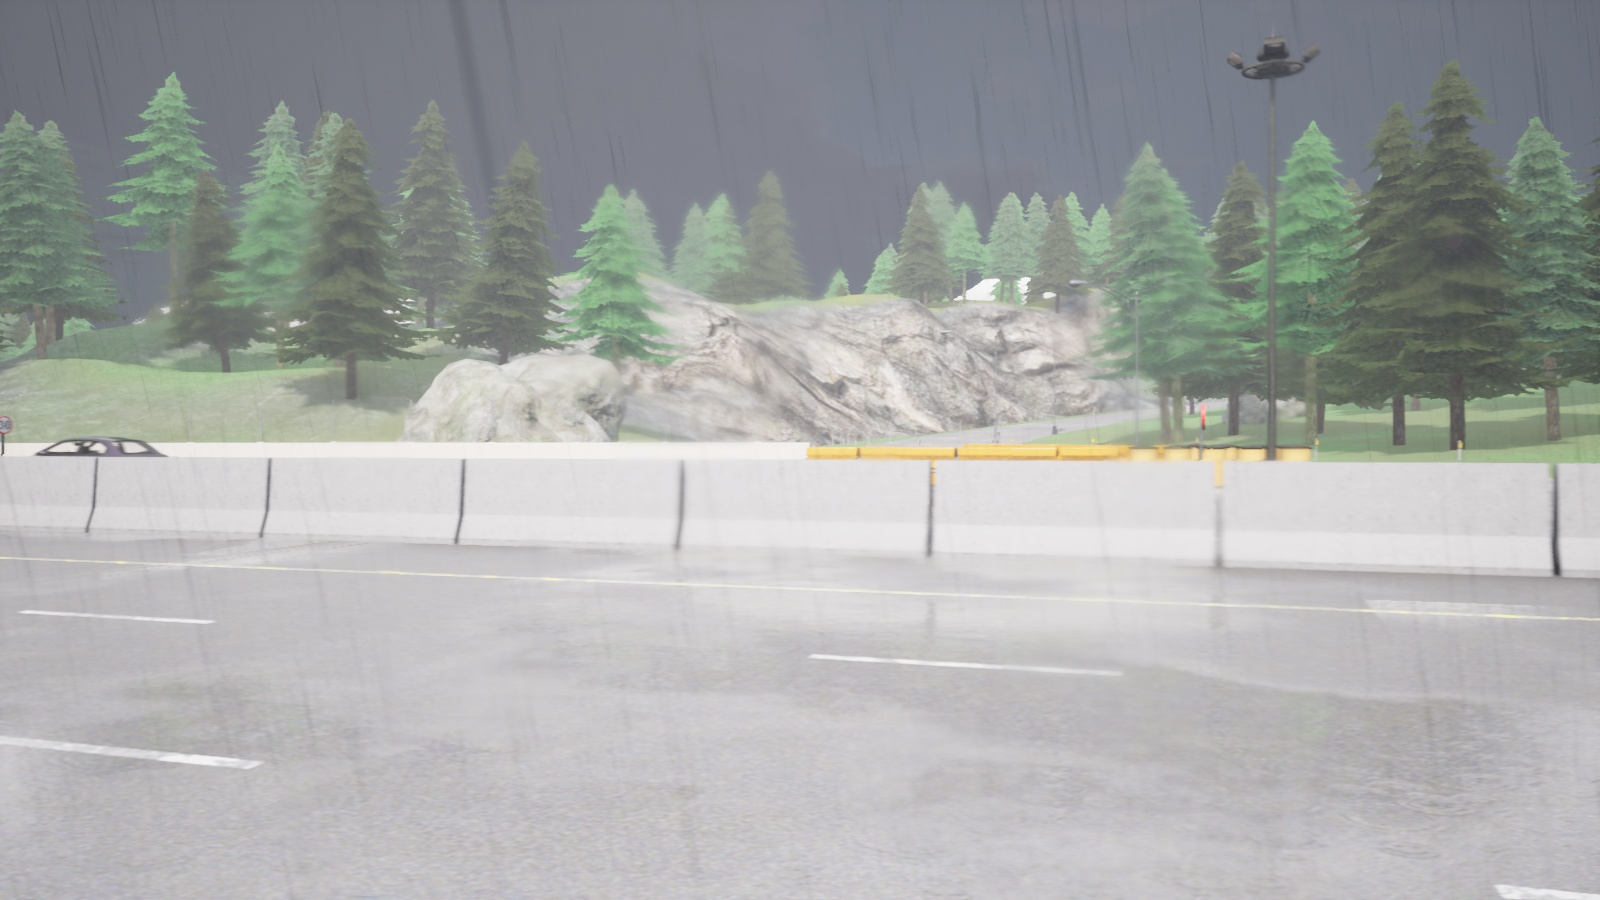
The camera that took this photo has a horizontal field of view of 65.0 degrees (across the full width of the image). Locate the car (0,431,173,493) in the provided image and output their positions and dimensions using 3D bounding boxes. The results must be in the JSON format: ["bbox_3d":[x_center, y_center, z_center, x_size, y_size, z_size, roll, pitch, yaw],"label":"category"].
[{"bbox_3d":[-18.061,0.269,31.424,4.193,1.474,1.816,0,1,19],"label":"car"}]
